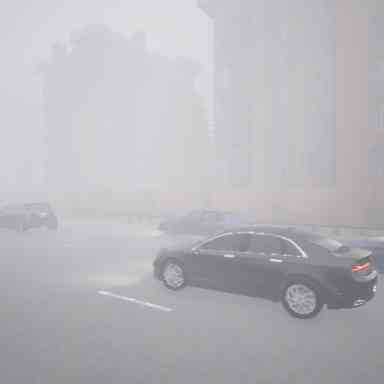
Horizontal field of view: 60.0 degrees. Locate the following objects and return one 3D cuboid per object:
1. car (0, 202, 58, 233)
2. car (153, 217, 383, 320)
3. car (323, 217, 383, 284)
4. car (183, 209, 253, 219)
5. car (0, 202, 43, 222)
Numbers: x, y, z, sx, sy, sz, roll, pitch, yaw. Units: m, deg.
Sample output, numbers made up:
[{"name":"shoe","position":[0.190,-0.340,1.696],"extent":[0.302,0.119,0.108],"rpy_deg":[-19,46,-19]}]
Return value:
[{"name":"car","position":[-10.031,1.351,19.764],"extent":[4.553,1.767,2.097],"rpy_deg":[0,0,36]},{"name":"car","position":[1.297,1.502,7.368],"extent":[4.892,1.490,1.837],"rpy_deg":[-1,-1,36]},{"name":"car","position":[5.969,1.525,8.331],"extent":[4.674,1.442,1.812],"rpy_deg":[0,0,36]},{"name":"car","position":[0.824,1.547,16.309],"extent":[5.357,1.411,2.033],"rpy_deg":[0,0,36]},{"name":"car","position":[-14.233,1.565,27.065],"extent":[4.181,1.385,1.994],"rpy_deg":[0,0,36]}]
